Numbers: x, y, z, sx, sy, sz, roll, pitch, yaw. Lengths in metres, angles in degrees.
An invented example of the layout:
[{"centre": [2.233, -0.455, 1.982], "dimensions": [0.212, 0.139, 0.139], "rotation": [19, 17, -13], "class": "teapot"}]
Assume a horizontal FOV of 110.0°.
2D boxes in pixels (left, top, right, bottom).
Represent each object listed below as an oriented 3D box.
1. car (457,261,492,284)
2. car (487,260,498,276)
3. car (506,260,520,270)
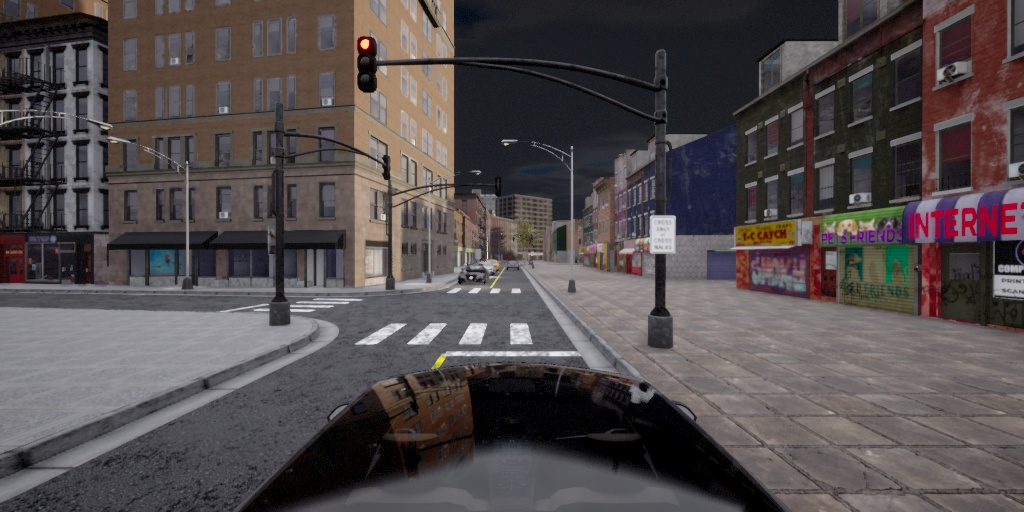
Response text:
[{"centre": [-2.791, 1.317, 26.459], "dimensions": [1.994, 1.385, 4.181], "rotation": [0, 0, 0], "class": "car"}, {"centre": [-2.766, 1.281, 37.639], "dimensions": [1.812, 1.442, 4.674], "rotation": [0, 0, 0], "class": "car"}, {"centre": [0.120, 1.310, 52.780], "dimensions": [2.033, 1.411, 5.357], "rotation": [0, 0, 0], "class": "car"}]
